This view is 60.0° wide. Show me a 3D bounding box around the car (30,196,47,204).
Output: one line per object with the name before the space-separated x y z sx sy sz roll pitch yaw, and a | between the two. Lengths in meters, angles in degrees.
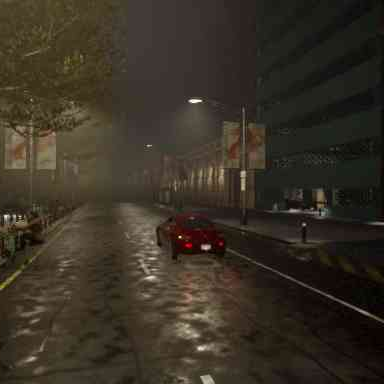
car | -29.642 1.540 64.241 2.033 1.411 5.357 0 0 -15

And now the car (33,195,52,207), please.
car | -22.303 1.351 49.990 2.097 1.767 4.553 0 0 -15

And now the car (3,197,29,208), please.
car | -25.734 1.547 48.818 2.033 1.411 5.357 0 0 -12

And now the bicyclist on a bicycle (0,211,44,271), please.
bicyclist on a bicycle | -4.848 1.339 9.495 1.656 1.620 0.582 38 -11 -10

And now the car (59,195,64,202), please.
car | -26.065 1.500 64.413 1.837 1.490 4.892 0 0 -15

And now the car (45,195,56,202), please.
car | -33.662 1.477 79.279 1.882 1.535 5.008 0 0 -15

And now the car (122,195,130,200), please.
car | -18.375 1.595 92.758 1.895 1.301 4.718 0 0 -15

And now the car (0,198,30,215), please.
car | -18.065 1.564 34.097 1.994 1.385 4.181 0 0 -15

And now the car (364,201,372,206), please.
car | 23.954 1.463 41.554 1.895 1.301 4.718 0 0 -15

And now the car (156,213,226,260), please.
car | -0.171 1.526 12.443 1.812 1.442 4.674 0 0 -15

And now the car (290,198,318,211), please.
car | 12.642 1.413 38.946 2.161 1.482 4.786 0 0 -15

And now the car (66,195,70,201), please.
car | -30.036 1.477 79.266 1.882 1.535 5.008 0 0 -15
